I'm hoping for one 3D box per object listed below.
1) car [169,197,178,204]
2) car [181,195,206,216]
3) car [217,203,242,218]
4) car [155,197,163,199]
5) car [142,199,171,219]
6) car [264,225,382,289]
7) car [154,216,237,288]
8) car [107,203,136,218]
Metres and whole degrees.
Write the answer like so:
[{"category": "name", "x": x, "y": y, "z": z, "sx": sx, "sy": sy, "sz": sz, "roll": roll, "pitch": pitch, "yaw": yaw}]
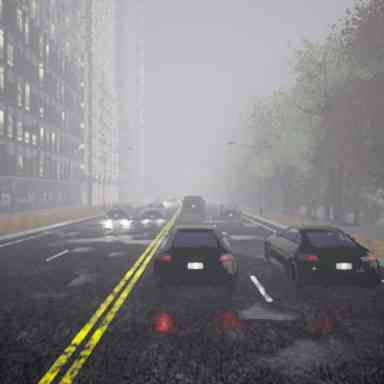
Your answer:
[{"category": "car", "x": -4.058, "y": 1.791, "z": 71.840, "sx": 1.994, "sy": 1.385, "sz": 4.181, "roll": 0, "pitch": 0, "yaw": -2}, {"category": "car", "x": 0.110, "y": 1.337, "z": 31.563, "sx": 2.150, "sy": 2.045, "sz": 5.566, "roll": 0, "pitch": 0, "yaw": 0}, {"category": "car", "x": 3.360, "y": 1.715, "z": 31.014, "sx": 1.895, "sy": 1.301, "sz": 4.718, "roll": 0, "pitch": 0, "yaw": 0}, {"category": "car", "x": -7.341, "y": 1.762, "z": 72.512, "sx": 1.812, "sy": 1.442, "sz": 4.674, "roll": 0, "pitch": 0, "yaw": -2}, {"category": "car", "x": -3.338, "y": 1.660, "z": 30.610, "sx": 2.033, "sy": 1.411, "sz": 5.357, "roll": 0, "pitch": 0, "yaw": 0}, {"category": "car", "x": 3.338, "y": 1.602, "z": 9.293, "sx": 1.994, "sy": 1.385, "sz": 4.181, "roll": 0, "pitch": 0, "yaw": 0}, {"category": "car", "x": 0.086, "y": 1.602, "z": 9.337, "sx": 1.994, "sy": 1.385, "sz": 4.181, "roll": 0, "pitch": 0, "yaw": 0}, {"category": "car", "x": -6.589, "y": 1.716, "z": 31.259, "sx": 1.895, "sy": 1.301, "sz": 4.718, "roll": 0, "pitch": 0, "yaw": 0}]
